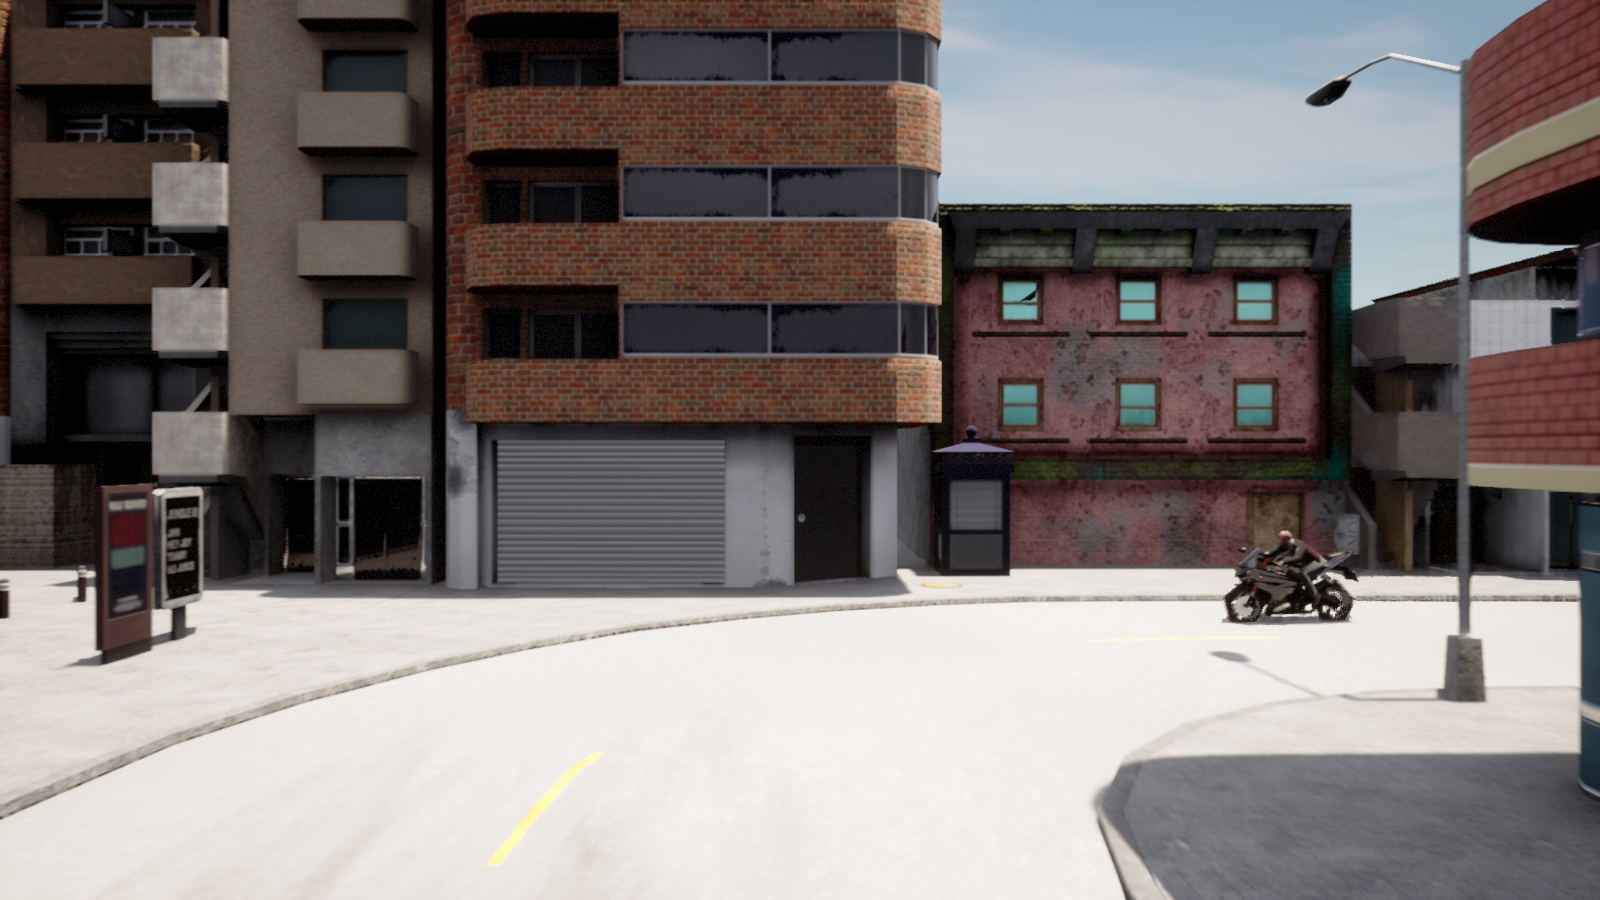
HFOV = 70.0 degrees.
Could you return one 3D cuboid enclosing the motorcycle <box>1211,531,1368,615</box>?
[{"bbox_3d":[7.960,1.985,18.620,2.209,1.251,0.867,0,0,-7],"label":"motorcycle"}]
